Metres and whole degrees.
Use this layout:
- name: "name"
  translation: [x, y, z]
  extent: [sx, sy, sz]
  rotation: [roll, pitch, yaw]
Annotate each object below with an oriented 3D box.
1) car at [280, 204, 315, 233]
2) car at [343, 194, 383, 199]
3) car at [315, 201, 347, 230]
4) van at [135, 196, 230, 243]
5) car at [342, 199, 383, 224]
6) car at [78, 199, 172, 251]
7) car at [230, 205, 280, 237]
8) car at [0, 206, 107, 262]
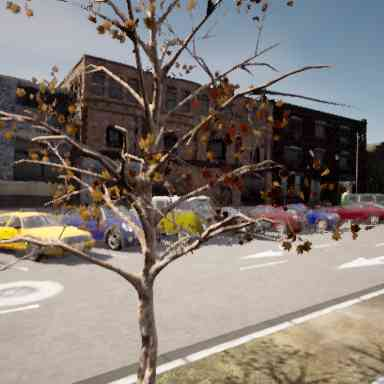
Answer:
- name: "car"
  translation: [4.108, 1.458, 18.781]
  extent: [4.674, 1.452, 2.002]
  rotation: [-1, -1, 36]
- name: "car"
  translation: [14.251, 1.171, 25.381]
  extent: [5.566, 2.045, 2.435]
  rotation: [-1, -1, 37]
- name: "car"
  translation: [6.622, 1.459, 20.462]
  extent: [4.674, 1.452, 2.002]
  rotation: [-1, -1, 36]
- name: "van"
  translation: [-0.799, 1.189, 15.333]
  extent: [4.442, 1.987, 1.878]
  rotation: [-1, -1, 35]
- name: "car"
  translation: [11.681, 1.461, 23.756]
  extent: [4.674, 1.452, 2.002]
  rotation: [-1, -1, 37]
- name: "car"
  translation: [-3.404, 1.290, 13.698]
  extent: [4.553, 1.767, 2.185]
  rotation: [-1, -1, 35]
- name: "car"
  translation: [1.598, 1.418, 17.104]
  extent: [4.892, 1.521, 2.231]
  rotation: [-1, -1, 36]
- name: "car"
  translation: [-5.699, 1.408, 11.839]
  extent: [5.366, 1.575, 1.946]
  rotation: [-1, -1, 35]
